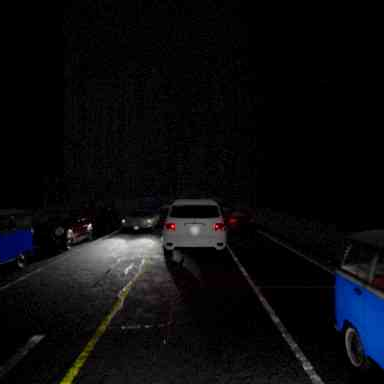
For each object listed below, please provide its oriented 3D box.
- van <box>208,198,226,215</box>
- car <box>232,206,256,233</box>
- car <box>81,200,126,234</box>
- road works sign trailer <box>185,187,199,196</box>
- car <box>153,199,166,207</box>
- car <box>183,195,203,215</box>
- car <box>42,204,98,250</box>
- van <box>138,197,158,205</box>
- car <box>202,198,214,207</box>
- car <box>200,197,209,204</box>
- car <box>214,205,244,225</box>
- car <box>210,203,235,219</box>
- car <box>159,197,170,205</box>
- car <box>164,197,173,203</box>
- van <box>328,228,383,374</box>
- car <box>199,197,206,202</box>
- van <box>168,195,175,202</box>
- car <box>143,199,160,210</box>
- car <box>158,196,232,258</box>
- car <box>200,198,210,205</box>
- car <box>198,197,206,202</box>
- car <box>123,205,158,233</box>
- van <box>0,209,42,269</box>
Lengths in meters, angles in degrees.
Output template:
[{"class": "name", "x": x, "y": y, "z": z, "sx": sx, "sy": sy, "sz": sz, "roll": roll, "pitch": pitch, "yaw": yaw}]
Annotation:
[{"class": "van", "x": 2.758, "y": 1.532, "z": 36.937, "sx": 1.690, "sy": 1.788, "sz": 3.998, "roll": 0, "pitch": 0, "yaw": 0}, {"class": "car", "x": 2.759, "y": 1.686, "z": 20.014, "sx": 1.802, "sy": 1.307, "sz": 4.206, "roll": 0, "pitch": 0, "yaw": 0}, {"class": "car", "x": -5.767, "y": 1.420, "z": 20.011, "sx": 2.192, "sy": 1.841, "sz": 5.009, "roll": 0, "pitch": 0, "yaw": 0}, {"class": "road works sign trailer", "x": -0.008, "y": 0.793, "z": 56.232, "sx": 2.380, "sy": 3.560, "sz": 2.880, "roll": 0, "pitch": 0, "yaw": 0}, {"class": "car", "x": -5.767, "y": 1.871, "z": 59.495, "sx": 1.947, "sy": 1.339, "sz": 4.313, "roll": 0, "pitch": 0, "yaw": 0}, {"class": "car", "x": 0.100, "y": 1.419, "z": 38.125, "sx": 2.150, "sy": 2.045, "sz": 5.566, "roll": 0, "pitch": 0, "yaw": 0}, {"class": "car", "x": -5.766, "y": 1.516, "z": 14.369, "sx": 1.967, "sy": 1.590, "sz": 4.097, "roll": 0, "pitch": 0, "yaw": 0}, {"class": "van", "x": -5.767, "y": 1.561, "z": 42.574, "sx": 1.690, "sy": 1.788, "sz": 3.998, "roll": 0, "pitch": 0, "yaw": 0}, {"class": "car", "x": 2.758, "y": 1.850, "z": 59.498, "sx": 1.887, "sy": 1.381, "sz": 4.507, "roll": 0, "pitch": 0, "yaw": 0}, {"class": "car", "x": 2.758, "y": 1.952, "z": 76.420, "sx": 1.947, "sy": 1.339, "sz": 4.313, "roll": 0, "pitch": 0, "yaw": 0}, {"class": "car", "x": 2.759, "y": 1.715, "z": 25.654, "sx": 1.802, "sy": 1.307, "sz": 4.206, "roll": 0, "pitch": 0, "yaw": 0}, {"class": "car", "x": 2.759, "y": 1.728, "z": 31.295, "sx": 1.947, "sy": 1.339, "sz": 4.313, "roll": 0, "pitch": 0, "yaw": 0}, {"class": "car", "x": -5.767, "y": 1.801, "z": 70.777, "sx": 1.967, "sy": 1.590, "sz": 4.097, "roll": 0, "pitch": 0, "yaw": 0}, {"class": "car", "x": -5.767, "y": 1.978, "z": 82.059, "sx": 1.947, "sy": 1.339, "sz": 4.313, "roll": 0, "pitch": 0, "yaw": 0}, {"class": "van", "x": 2.759, "y": 1.358, "z": 3.093, "sx": 1.690, "sy": 1.788, "sz": 3.998, "roll": 0, "pitch": 0, "yaw": 0}, {"class": "car", "x": 2.758, "y": 1.963, "z": 87.871, "sx": 1.752, "sy": 1.417, "sz": 4.829, "roll": 0, "pitch": 0, "yaw": 0}, {"class": "van", "x": -5.768, "y": 1.803, "z": 93.342, "sx": 1.690, "sy": 1.788, "sz": 3.998, "roll": 0, "pitch": 0, "yaw": 0}, {"class": "car", "x": -5.767, "y": 1.793, "z": 48.214, "sx": 1.887, "sy": 1.381, "sz": 4.507, "roll": 0, "pitch": 0, "yaw": 0}, {"class": "car", "x": 0.093, "y": 1.289, "z": 13.185, "sx": 2.150, "sy": 2.045, "sz": 5.566, "roll": 0, "pitch": 0, "yaw": 0}, {"class": "car", "x": 2.758, "y": 1.911, "z": 70.779, "sx": 2.008, "sy": 1.369, "sz": 4.403, "roll": 0, "pitch": 0, "yaw": 0}, {"class": "car", "x": 2.758, "y": 2.012, "z": 93.342, "sx": 2.008, "sy": 1.369, "sz": 4.403, "roll": 0, "pitch": 0, "yaw": 0}, {"class": "car", "x": -3.101, "y": 1.709, "z": 20.705, "sx": 1.895, "sy": 1.301, "sz": 4.718, "roll": 0, "pitch": 0, "yaw": 0}, {"class": "van", "x": -5.766, "y": 1.388, "z": 8.729, "sx": 1.690, "sy": 1.788, "sz": 3.998, "roll": 0, "pitch": 0, "yaw": 0}]
